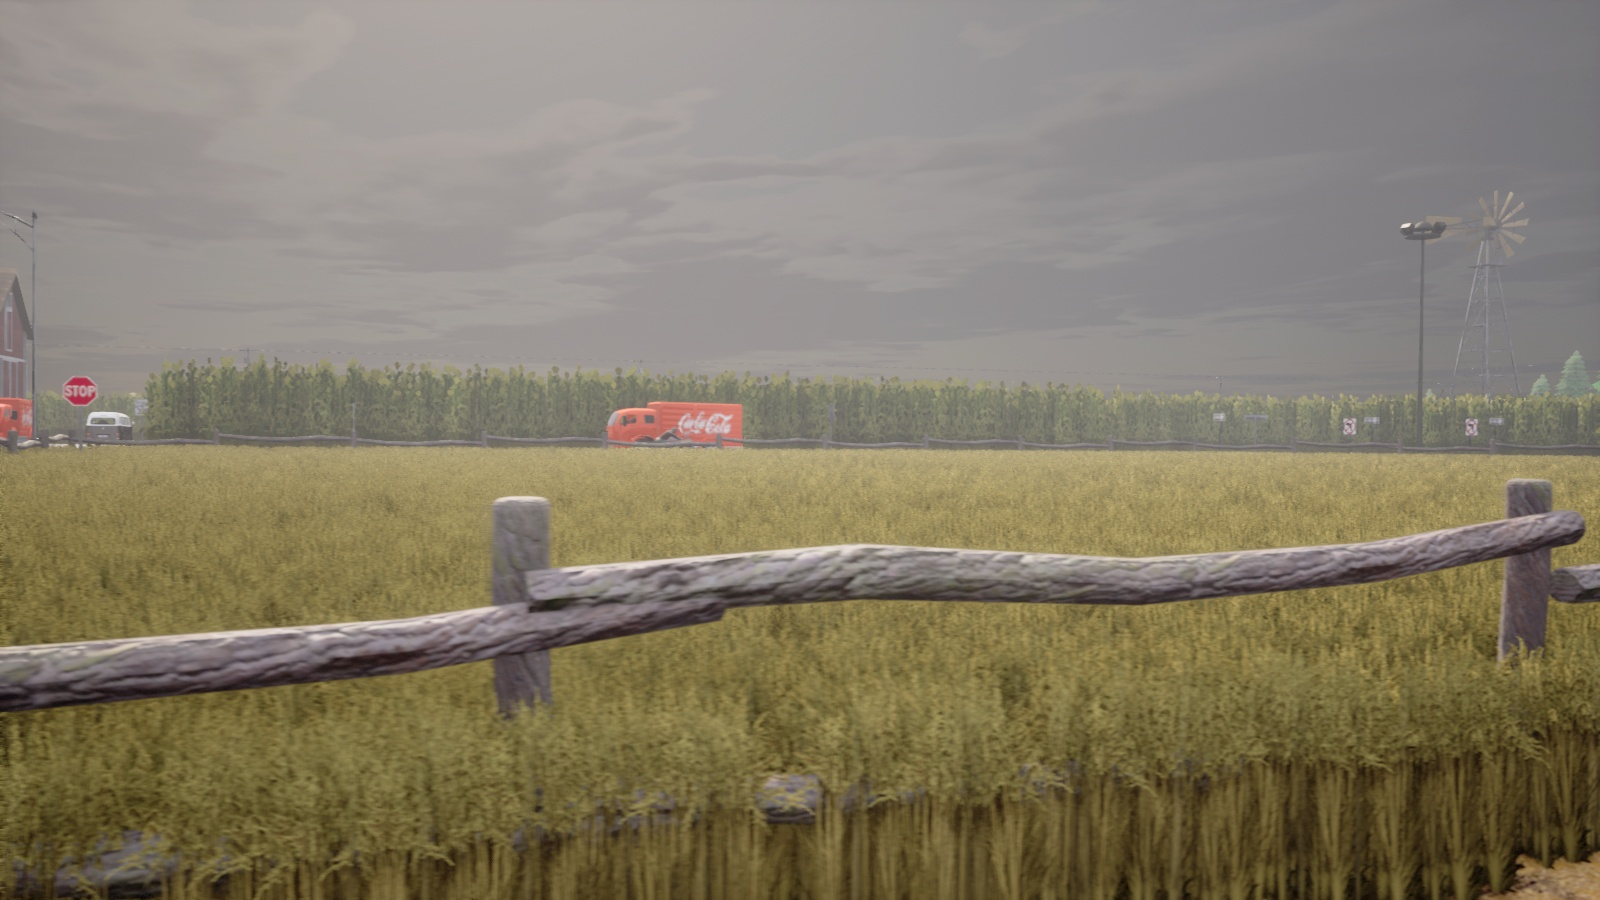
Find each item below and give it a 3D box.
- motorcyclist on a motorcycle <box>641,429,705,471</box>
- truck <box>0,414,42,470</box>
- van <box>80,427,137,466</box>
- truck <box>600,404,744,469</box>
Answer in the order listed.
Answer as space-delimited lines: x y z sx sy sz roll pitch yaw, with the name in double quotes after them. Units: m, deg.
-4.748 0.005 46.916 2.191 1.530 0.866 -1 1 -20 "motorcyclist on a motorcycle"
-36.431 -0.338 56.902 2.627 2.467 5.204 -1 0 -21 "truck"
-37.149 -0.193 67.578 2.069 2.038 4.480 -1 1 -21 "van"
-5.132 -0.560 50.075 5.204 2.467 2.627 -1 1 -20 "truck"
